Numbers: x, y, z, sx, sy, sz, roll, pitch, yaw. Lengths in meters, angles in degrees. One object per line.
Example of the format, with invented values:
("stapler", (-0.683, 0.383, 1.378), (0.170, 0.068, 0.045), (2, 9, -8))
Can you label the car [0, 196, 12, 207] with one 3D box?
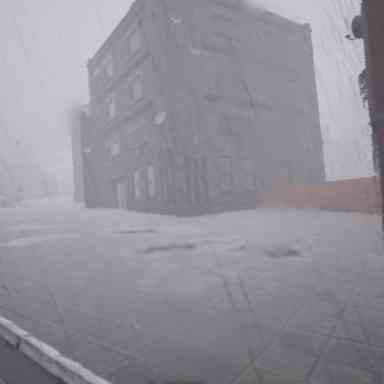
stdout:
("car", (-28.622, 1.433, 49.463), (1.812, 1.442, 4.674), (-4, 3, -3))
